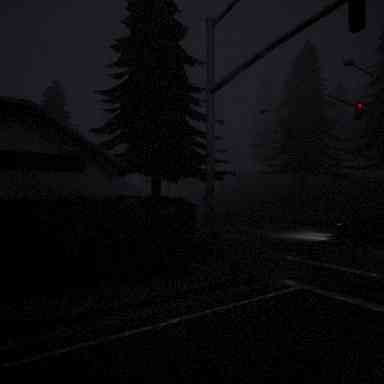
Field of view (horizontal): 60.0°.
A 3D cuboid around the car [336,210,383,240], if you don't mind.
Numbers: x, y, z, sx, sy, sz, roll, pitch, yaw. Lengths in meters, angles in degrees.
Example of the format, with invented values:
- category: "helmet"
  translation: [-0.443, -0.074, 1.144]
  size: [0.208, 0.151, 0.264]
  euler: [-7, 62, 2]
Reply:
- category: "car"
  translation: [9.231, 1.514, 15.477]
  size: [4.674, 1.442, 1.812]
  euler: [0, 2, 31]
